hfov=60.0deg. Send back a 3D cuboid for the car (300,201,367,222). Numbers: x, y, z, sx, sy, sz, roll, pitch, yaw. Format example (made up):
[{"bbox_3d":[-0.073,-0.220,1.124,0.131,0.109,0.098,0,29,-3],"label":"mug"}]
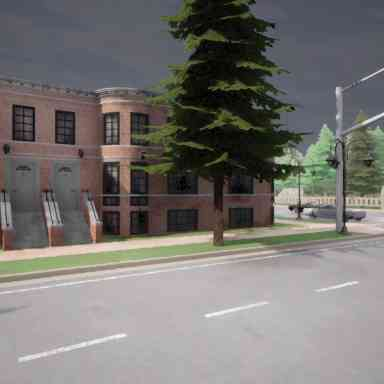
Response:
[{"bbox_3d":[11.425,1.601,26.734,1.895,1.301,4.718,0,0,-30],"label":"car"}]

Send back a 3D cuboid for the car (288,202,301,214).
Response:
[{"bbox_3d":[11.921,1.601,32.863,1.895,1.301,4.718,0,0,-30],"label":"car"}]
